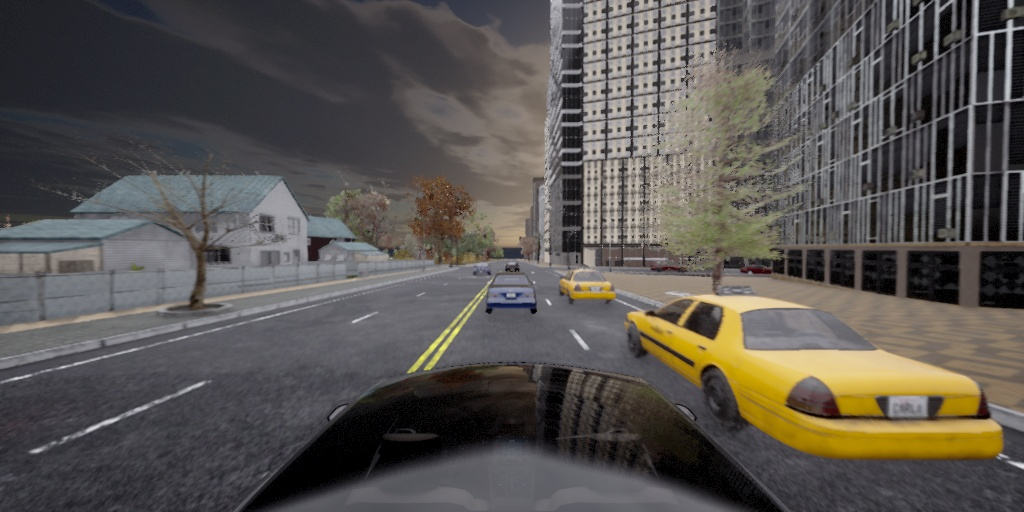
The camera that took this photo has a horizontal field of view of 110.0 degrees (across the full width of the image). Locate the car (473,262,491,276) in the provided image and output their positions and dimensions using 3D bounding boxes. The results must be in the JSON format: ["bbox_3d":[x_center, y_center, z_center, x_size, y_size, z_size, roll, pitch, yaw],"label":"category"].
[{"bbox_3d":[-3.261,1.417,39.963,1.812,1.442,4.674,0,0,0],"label":"car"}]

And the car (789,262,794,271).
[{"bbox_3d":[38.979,1.705,46.851,5.009,1.841,2.192,0,0,20],"label":"car"}]

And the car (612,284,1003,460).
[{"bbox_3d":[3.250,1.218,5.505,1.801,1.575,5.366,0,0,0],"label":"car"}]

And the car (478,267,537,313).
[{"bbox_3d":[-0.020,1.339,14.258,2.033,1.411,5.357,0,0,0],"label":"car"}]

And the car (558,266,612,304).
[{"bbox_3d":[3.248,1.255,16.509,1.801,1.575,5.366,0,0,0],"label":"car"}]

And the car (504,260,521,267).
[{"bbox_3d":[0.062,1.388,44.408,1.882,1.535,5.008,0,0,0],"label":"car"}]

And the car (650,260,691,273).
[{"bbox_3d":[23.010,1.594,52.698,5.009,1.841,2.192,0,0,20],"label":"car"}]

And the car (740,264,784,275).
[{"bbox_3d":[33.656,1.898,48.800,4.507,1.381,1.888,0,0,20],"label":"car"}]
